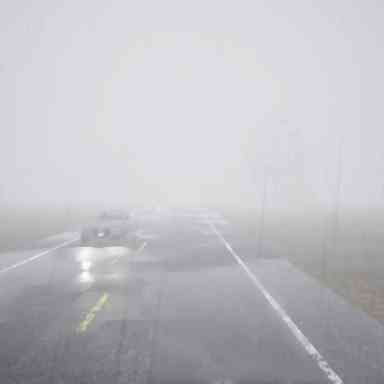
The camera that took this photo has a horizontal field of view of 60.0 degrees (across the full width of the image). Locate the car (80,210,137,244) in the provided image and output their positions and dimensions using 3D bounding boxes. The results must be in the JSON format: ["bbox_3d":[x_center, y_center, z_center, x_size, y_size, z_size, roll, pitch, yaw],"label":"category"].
[{"bbox_3d":[-3.829,1.575,15.836,1.994,1.385,4.181,0,0,-1],"label":"car"}]

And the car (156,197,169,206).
[{"bbox_3d":[-4.716,1.492,53.899,2.128,1.511,4.902,0,0,-1],"label":"car"}]
